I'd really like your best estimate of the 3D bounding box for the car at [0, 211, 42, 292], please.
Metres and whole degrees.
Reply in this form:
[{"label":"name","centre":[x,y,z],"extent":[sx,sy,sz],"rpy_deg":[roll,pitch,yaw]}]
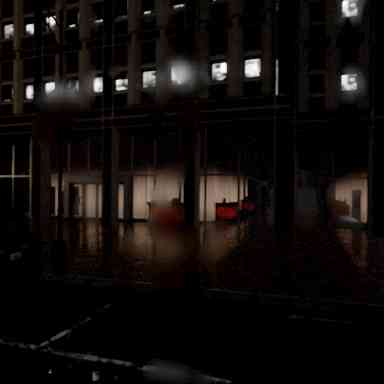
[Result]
[{"label":"car","centre":[-5.672,1.320,7.179],"extent":[5.009,1.841,2.192],"rpy_deg":[0,1,18]}]
